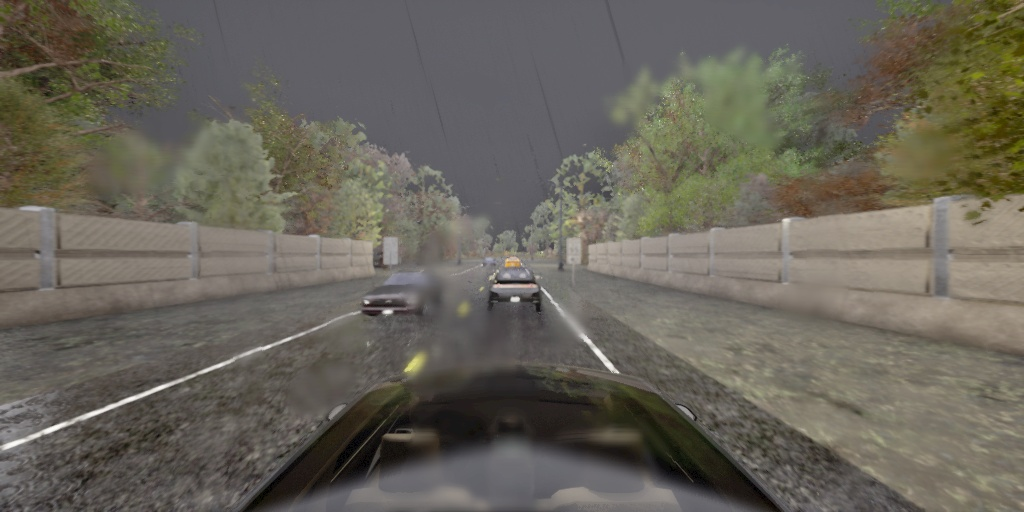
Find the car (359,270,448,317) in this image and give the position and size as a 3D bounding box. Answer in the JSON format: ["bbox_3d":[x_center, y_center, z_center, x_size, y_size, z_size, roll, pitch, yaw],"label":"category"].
[{"bbox_3d":[-3.596,1.228,13.044,2.033,1.411,5.357,0,0,0],"label":"car"}]

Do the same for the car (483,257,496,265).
[{"bbox_3d":[-3.521,0.900,56.509,1.812,1.442,4.674,0,0,1],"label":"car"}]

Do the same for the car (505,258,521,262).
[{"bbox_3d":[0.105,0.937,46.117,1.882,1.535,5.008,0,0,0],"label":"car"}]

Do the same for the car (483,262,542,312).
[{"bbox_3d":[0.109,1.170,13.900,2.128,1.511,4.902,0,0,0],"label":"car"}]
